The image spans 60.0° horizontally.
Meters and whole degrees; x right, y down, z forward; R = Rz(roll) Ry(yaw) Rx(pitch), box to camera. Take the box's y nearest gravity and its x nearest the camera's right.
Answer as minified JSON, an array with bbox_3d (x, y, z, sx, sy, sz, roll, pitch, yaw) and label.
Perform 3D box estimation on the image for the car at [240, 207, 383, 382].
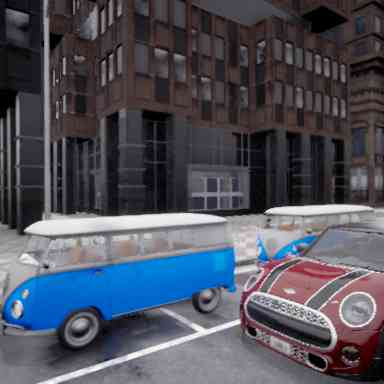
[{"bbox_3d":[2.925,1.305,5.470,4.553,1.767,2.097,-1,0,-36],"label":"car"}]

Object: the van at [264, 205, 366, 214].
[{"bbox_3d":[3.519,1.271,9.165,3.998,1.788,1.690,-1,0,-36],"label":"van"}]

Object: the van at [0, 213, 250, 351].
[{"bbox_3d":[-1.053,1.319,5.898,3.998,1.788,1.690,-1,0,-36],"label":"van"}]
